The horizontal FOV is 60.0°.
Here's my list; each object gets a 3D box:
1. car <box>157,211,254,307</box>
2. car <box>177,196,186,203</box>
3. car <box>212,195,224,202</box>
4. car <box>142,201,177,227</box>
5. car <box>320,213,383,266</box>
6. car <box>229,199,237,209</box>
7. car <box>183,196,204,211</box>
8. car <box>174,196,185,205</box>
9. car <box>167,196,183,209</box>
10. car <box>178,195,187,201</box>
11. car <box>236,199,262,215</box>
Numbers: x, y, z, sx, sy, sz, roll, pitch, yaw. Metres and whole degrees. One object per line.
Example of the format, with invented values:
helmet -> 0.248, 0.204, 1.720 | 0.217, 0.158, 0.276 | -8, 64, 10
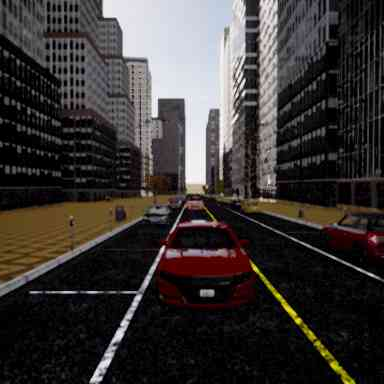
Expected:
car -> 0.257, 1.477, 8.255 | 1.882, 1.535, 5.008 | 0, 0, 0
car -> -2.349, 1.615, 73.534 | 1.802, 1.307, 4.206 | -1, 0, 0
car -> 6.030, 1.560, 73.704 | 1.752, 1.417, 4.829 | -1, 0, 0
car -> -2.347, 1.552, 22.910 | 2.008, 1.369, 4.403 | -1, 0, 0
car -> 6.032, 1.441, 11.660 | 1.967, 1.590, 4.097 | -1, 0, 0
car -> 6.033, 1.577, 45.410 | 1.947, 1.339, 4.313 | -1, 0, 0
car -> 0.355, 1.360, 40.087 | 2.097, 1.767, 4.553 | 0, 0, 0
car -> -2.349, 1.567, 62.285 | 1.887, 1.381, 4.507 | -1, 0, 0
car -> -2.350, 1.450, 45.410 | 1.967, 1.590, 4.097 | -1, 0, 0
car -> -2.350, 1.596, 84.784 | 2.008, 1.369, 4.403 | -1, 0, 0
car -> 6.033, 1.531, 34.331 | 1.752, 1.417, 4.829 | -1, 0, 0
